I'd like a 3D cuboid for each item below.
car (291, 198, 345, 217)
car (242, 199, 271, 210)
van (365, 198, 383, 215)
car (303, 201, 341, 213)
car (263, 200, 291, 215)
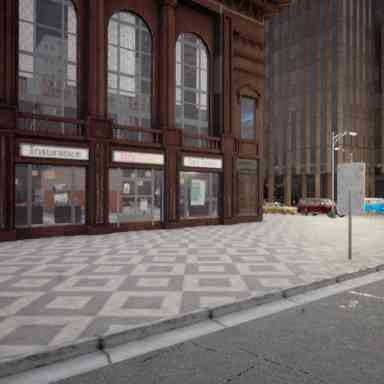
[{"bbox_3d":[12.710,1.521,32.679,2.192,1.841,5.009,0,0,-35],"label":"car"},{"bbox_3d":[9.956,1.890,51.388,1.967,1.590,4.097,-1,0,-35],"label":"car"},{"bbox_3d":[19.673,1.588,37.597,1.690,1.788,3.998,-1,0,-35],"label":"van"},{"bbox_3d":[16.437,1.896,42.193,1.802,1.307,4.206,-1,0,-35],"label":"car"},{"bbox_3d":[9.570,1.797,37.136,1.752,1.417,4.829,0,0,-35],"label":"car"}]
